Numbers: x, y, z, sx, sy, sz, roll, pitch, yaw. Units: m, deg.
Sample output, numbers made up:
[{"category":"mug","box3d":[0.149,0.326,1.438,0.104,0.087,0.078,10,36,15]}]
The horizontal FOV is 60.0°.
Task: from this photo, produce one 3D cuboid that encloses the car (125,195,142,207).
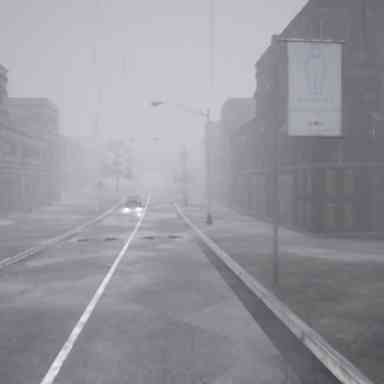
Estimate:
[{"category":"car","box3d":[-7.235,1.045,41.273,1.895,1.301,4.718,-1,3,-6]}]
